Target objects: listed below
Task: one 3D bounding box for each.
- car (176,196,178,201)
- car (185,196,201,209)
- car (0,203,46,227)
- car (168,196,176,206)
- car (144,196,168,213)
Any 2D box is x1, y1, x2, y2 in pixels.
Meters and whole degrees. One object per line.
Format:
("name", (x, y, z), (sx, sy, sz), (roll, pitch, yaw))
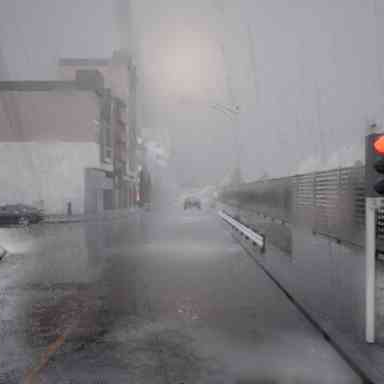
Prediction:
("car", (-4.035, 1.444, 70.278), (1.882, 1.535, 5.008), (0, 0, 0))
("car", (0.083, 1.340, 45.498), (2.097, 1.767, 4.553), (0, 0, 0))
("car", (-12.189, 1.500, 21.701), (4.892, 1.490, 1.837), (0, 3, -11))
("car", (-4.115, 1.489, 54.811), (1.837, 1.490, 4.892), (0, 0, 0))
("car", (-4.111, 1.494, 37.004), (1.837, 1.490, 4.892), (0, 0, 0))
